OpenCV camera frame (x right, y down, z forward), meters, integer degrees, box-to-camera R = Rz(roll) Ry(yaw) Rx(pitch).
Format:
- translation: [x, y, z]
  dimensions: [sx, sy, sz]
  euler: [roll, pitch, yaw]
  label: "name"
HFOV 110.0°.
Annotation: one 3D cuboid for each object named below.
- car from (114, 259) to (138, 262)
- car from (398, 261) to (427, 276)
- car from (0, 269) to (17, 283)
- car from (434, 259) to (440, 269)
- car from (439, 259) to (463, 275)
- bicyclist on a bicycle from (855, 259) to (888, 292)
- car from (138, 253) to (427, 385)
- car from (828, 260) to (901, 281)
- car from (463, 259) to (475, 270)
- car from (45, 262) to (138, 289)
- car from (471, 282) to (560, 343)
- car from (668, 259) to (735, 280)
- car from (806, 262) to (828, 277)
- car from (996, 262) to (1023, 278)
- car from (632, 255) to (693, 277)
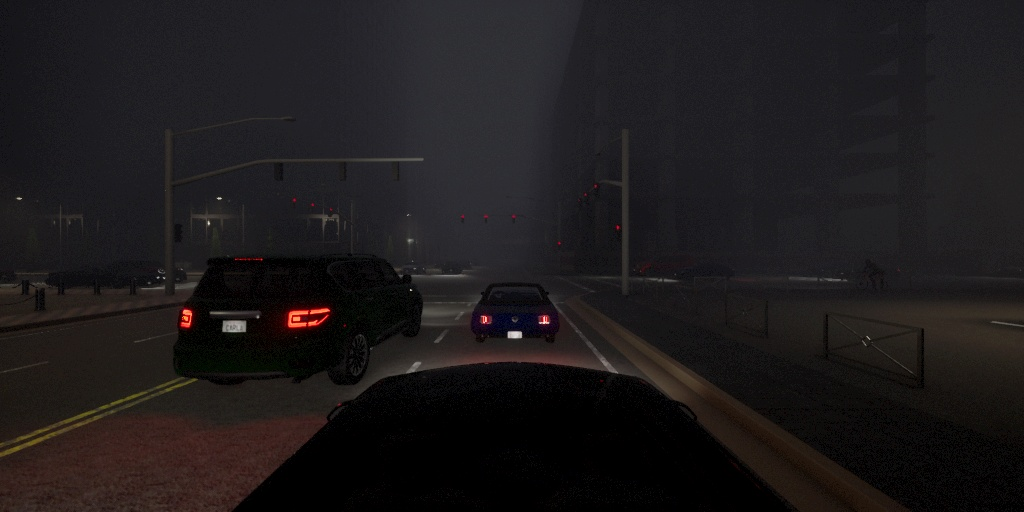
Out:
- translation: [-25.675, 1.046, 25.135]
  dimensions: [4.553, 1.767, 2.097]
  euler: [0, 0, 0]
  label: "car"
- translation: [-10.601, 1.273, 38.570]
  dimensions: [1.812, 1.442, 4.674]
  euler: [0, 0, 0]
  label: "car"
- translation: [-38.085, 1.172, 25.187]
  dimensions: [5.008, 1.535, 1.882]
  euler: [0, 0, 0]
  label: "car"
- translation: [-10.589, 1.227, 55.069]
  dimensions: [1.882, 1.535, 5.008]
  euler: [0, 0, 0]
  label: "car"
- translation: [-6.541, 1.313, 38.806]
  dimensions: [1.994, 1.385, 4.181]
  euler: [0, 0, -8]
  label: "car"
- translation: [18.331, 0.998, 18.310]
  dimensions: [0.582, 1.620, 1.656]
  euler: [0, 0, 0]
  label: "bicyclist on a bicycle"
- translation: [-3.438, 0.971, 7.152]
  dimensions: [2.150, 2.045, 5.566]
  euler: [0, 0, 0]
  label: "car"
- translation: [28.993, 1.258, 29.327]
  dimensions: [4.181, 1.385, 1.994]
  euler: [0, 0, 0]
  label: "car"
- translation: [-7.095, 1.297, 52.563]
  dimensions: [2.033, 1.411, 5.357]
  euler: [0, 0, 0]
  label: "car"
- translation: [-24.566, 1.242, 21.632]
  dimensions: [5.357, 1.411, 2.033]
  euler: [0, 0, 0]
  label: "car"
- translation: [0.080, 1.351, 9.666]
  dimensions: [1.895, 1.301, 4.718]
  euler: [0, 0, 0]
  label: "car"
- translation: [15.651, 1.220, 29.263]
  dimensions: [4.674, 1.442, 1.812]
  euler: [0, 0, 0]
  label: "car"
- translation: [29.822, 1.172, 32.829]
  dimensions: [5.008, 1.535, 1.882]
  euler: [0, 0, 0]
  label: "car"
- translation: [47.482, 1.258, 32.795]
  dimensions: [4.674, 1.442, 1.812]
  euler: [0, 0, 0]
  label: "car"
- translation: [13.934, 0.916, 32.780]
  dimensions: [5.566, 2.045, 2.150]
  euler: [0, 0, 0]
  label: "car"
